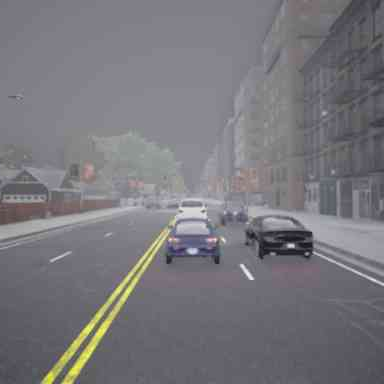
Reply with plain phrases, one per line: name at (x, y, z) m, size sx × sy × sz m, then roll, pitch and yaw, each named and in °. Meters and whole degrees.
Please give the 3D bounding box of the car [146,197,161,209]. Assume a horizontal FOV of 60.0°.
car at (-6.551, 1.918, 57.429) m, size 2.150 × 2.045 × 5.566 m, roll 0°, pitch -1°, yaw 0°

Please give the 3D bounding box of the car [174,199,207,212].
car at (0.026, 1.550, 26.236) m, size 2.150 × 2.045 × 5.566 m, roll 0°, pitch 0°, yaw 1°

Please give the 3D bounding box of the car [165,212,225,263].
car at (0.043, 1.685, 12.504) m, size 1.812 × 1.442 × 4.674 m, roll 0°, pitch -1°, yaw 0°

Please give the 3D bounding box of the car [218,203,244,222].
car at (3.285, 1.691, 27.286) m, size 2.097 × 1.767 × 4.553 m, roll 0°, pitch -1°, yaw 1°

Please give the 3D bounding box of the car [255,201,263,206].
car at (16.350, 2.490, 75.139) m, size 4.313 × 1.339 × 1.947 m, roll 0°, pitch -1°, yaw 0°

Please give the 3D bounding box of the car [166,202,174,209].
car at (-3.307, 2.290, 56.847) m, size 1.895 × 1.301 × 4.718 m, roll 0°, pitch -1°, yaw 1°

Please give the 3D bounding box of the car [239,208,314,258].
car at (3.299, 1.648, 13.494) m, size 1.882 × 1.535 × 5.008 m, roll 0°, pitch 0°, yaw 0°
